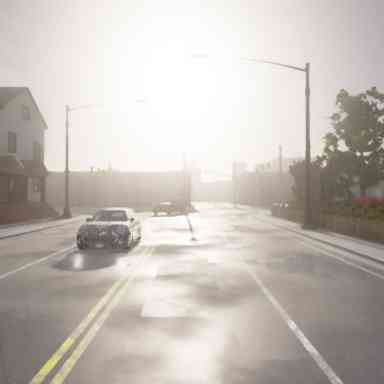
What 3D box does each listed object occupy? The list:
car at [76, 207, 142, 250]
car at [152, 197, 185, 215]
[{"bbox_3d":[-3.605,1.518,15.170,2.097,1.767,4.553,0,-1,0],"label":"car"},{"bbox_3d":[-2.755,1.659,40.239,2.150,2.045,5.566,-1,-1,23],"label":"car"}]
